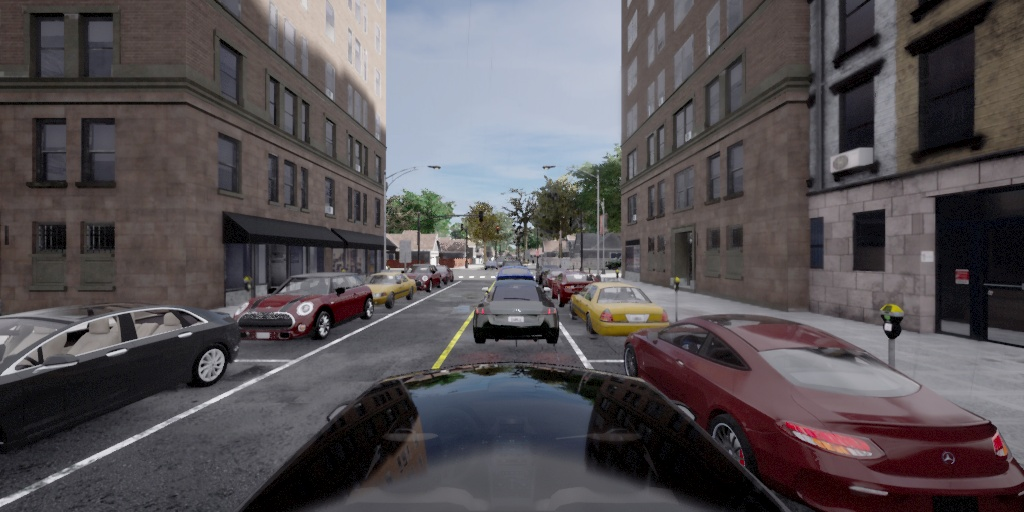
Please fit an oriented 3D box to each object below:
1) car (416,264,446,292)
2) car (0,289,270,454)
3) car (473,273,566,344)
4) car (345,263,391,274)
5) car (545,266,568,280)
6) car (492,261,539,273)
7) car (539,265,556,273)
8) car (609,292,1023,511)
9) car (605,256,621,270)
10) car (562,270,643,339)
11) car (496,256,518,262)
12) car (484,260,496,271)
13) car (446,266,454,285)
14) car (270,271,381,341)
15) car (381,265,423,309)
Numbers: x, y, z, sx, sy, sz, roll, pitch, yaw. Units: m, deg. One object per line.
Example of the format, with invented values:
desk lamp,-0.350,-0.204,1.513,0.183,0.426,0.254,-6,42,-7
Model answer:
car,-5.338,1.198,20.775,1.967,1.591,4.097,0,0,0
car,-5.384,1.301,4.219,2.007,1.370,4.403,0,0,0
car,0.111,1.316,9.636,1.994,1.385,4.181,0,0,1
car,-17.088,1.467,42.616,4.718,1.301,1.895,0,0,-2
car,2.671,1.300,15.237,1.888,1.381,4.507,0,0,0
car,0.123,1.235,18.629,1.882,1.535,5.008,0,0,-1
car,2.687,1.340,20.755,1.802,1.307,4.207,0,0,0
car,2.641,1.332,4.201,1.802,1.307,4.207,0,0,0
car,15.610,0.895,49.213,5.566,2.045,2.150,0,0,0
car,2.657,1.278,9.889,1.751,1.417,4.829,0,0,0
car,0.071,1.114,27.854,2.097,1.767,4.553,0,0,0
car,-2.921,1.332,50.804,2.033,1.411,5.357,0,0,0
car,-5.323,1.343,26.295,1.802,1.307,4.207,0,0,0
car,-5.369,1.192,9.738,1.967,1.591,4.097,0,0,0
car,-5.354,1.280,15.086,1.751,1.417,4.829,0,0,0
